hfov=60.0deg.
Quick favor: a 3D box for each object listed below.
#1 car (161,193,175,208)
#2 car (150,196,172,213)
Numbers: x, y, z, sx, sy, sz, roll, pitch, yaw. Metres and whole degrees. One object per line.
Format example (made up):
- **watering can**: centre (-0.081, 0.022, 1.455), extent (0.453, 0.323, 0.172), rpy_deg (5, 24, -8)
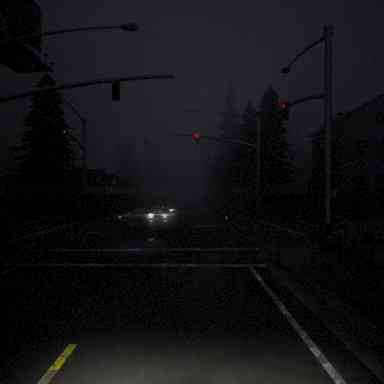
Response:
- **car**: centre (-3.589, 1.221, 47.894), extent (2.150, 2.045, 5.566), rpy_deg (0, 0, 1)
- **car**: centre (-3.600, 1.505, 37.429), extent (1.837, 1.490, 4.892), rpy_deg (0, 0, 0)
